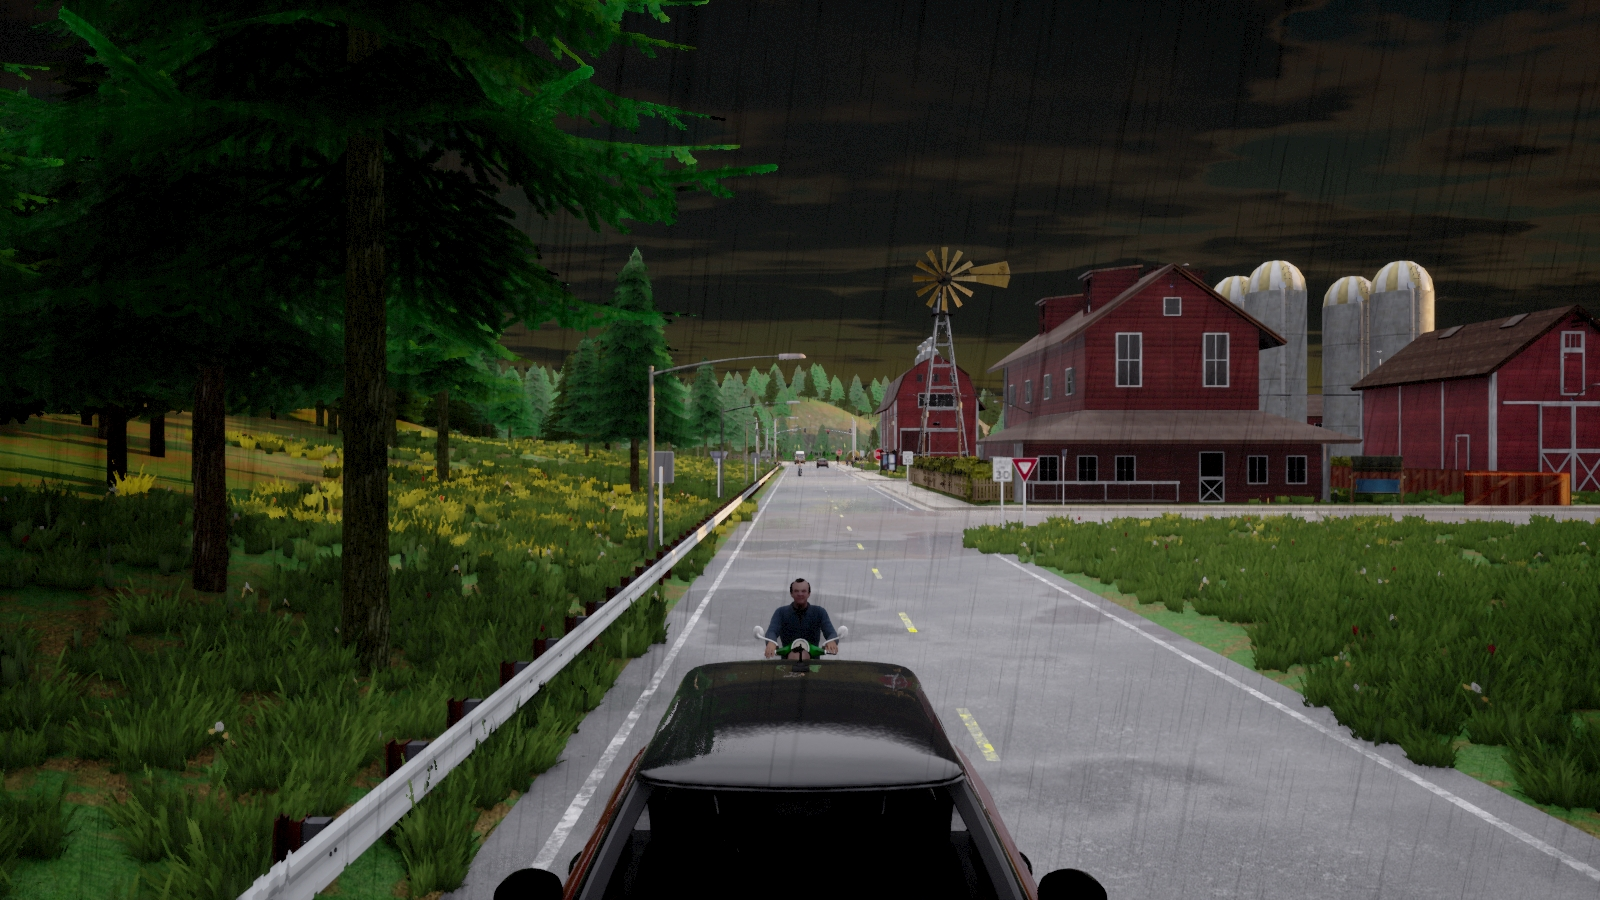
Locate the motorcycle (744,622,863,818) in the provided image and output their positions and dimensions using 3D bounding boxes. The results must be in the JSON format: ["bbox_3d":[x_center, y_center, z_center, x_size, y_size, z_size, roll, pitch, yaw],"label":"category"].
[{"bbox_3d":[0.027,2.229,9.842,0.867,1.251,2.209,-2,-3,0],"label":"motorcycle"}]

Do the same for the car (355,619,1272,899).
[{"bbox_3d":[0.032,1.899,4.503,2.097,1.767,4.553,0,0,0],"label":"car"}]
